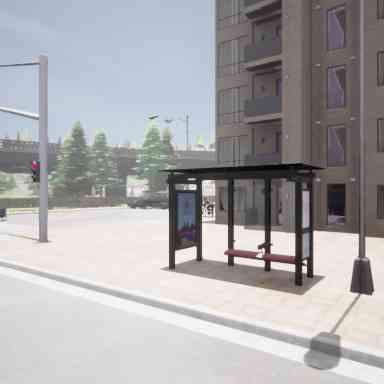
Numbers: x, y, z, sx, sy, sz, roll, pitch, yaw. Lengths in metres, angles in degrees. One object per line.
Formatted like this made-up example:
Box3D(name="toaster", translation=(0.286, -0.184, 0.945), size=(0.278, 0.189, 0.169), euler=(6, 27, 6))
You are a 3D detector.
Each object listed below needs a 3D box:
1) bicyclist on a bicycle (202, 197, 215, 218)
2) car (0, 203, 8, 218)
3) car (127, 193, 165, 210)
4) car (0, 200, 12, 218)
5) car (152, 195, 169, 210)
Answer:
Box3D(name="bicyclist on a bicycle", translation=(1.253, 1.245, 26.671), size=(1.656, 1.620, 0.582), euler=(0, 0, 36))
Box3D(name="car", translation=(-15.838, 1.450, 23.512), size=(1.837, 1.490, 4.892), euler=(0, 0, 35))
Box3D(name="car", translation=(-5.584, 1.165, 42.702), size=(2.150, 2.045, 5.566), euler=(0, 0, 43))
Box3D(name="car", translation=(-17.667, 1.436, 27.036), size=(2.128, 1.511, 4.902), euler=(0, 0, 37))
Box3D(name="car", translation=(-1.977, 1.491, 41.592), size=(2.033, 1.411, 5.357), euler=(0, 0, 45))
